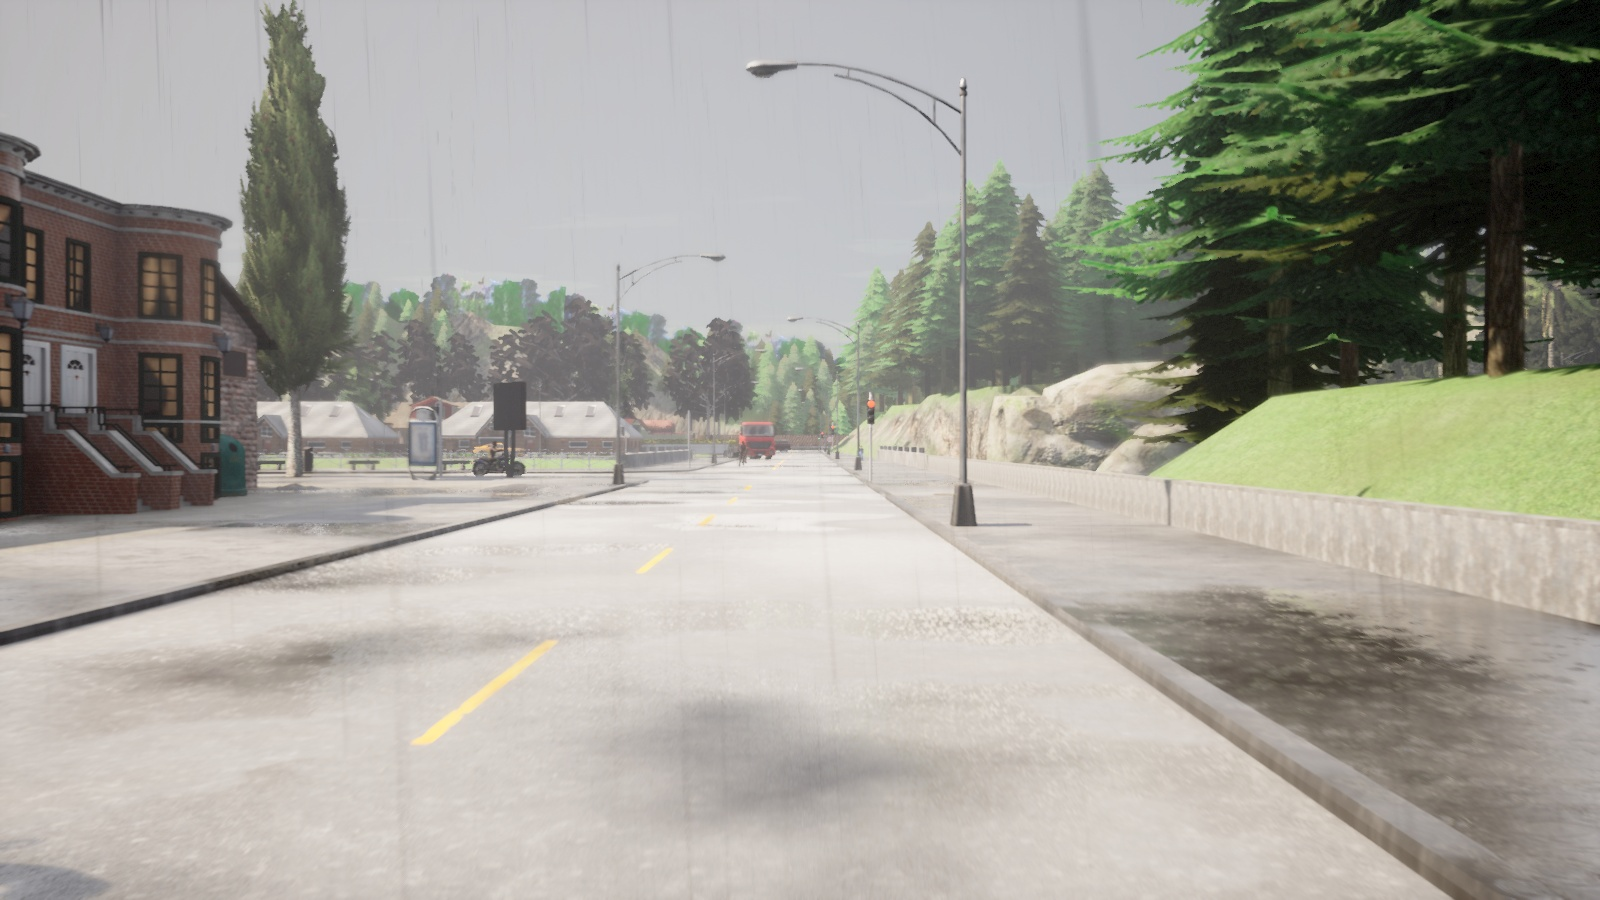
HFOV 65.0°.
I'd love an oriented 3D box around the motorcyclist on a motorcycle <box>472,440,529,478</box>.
[{"bbox_3d":[-13.149,0.375,55.174,2.350,1.649,0.766,0,0,0],"label":"motorcyclist on a motorcycle"}]
